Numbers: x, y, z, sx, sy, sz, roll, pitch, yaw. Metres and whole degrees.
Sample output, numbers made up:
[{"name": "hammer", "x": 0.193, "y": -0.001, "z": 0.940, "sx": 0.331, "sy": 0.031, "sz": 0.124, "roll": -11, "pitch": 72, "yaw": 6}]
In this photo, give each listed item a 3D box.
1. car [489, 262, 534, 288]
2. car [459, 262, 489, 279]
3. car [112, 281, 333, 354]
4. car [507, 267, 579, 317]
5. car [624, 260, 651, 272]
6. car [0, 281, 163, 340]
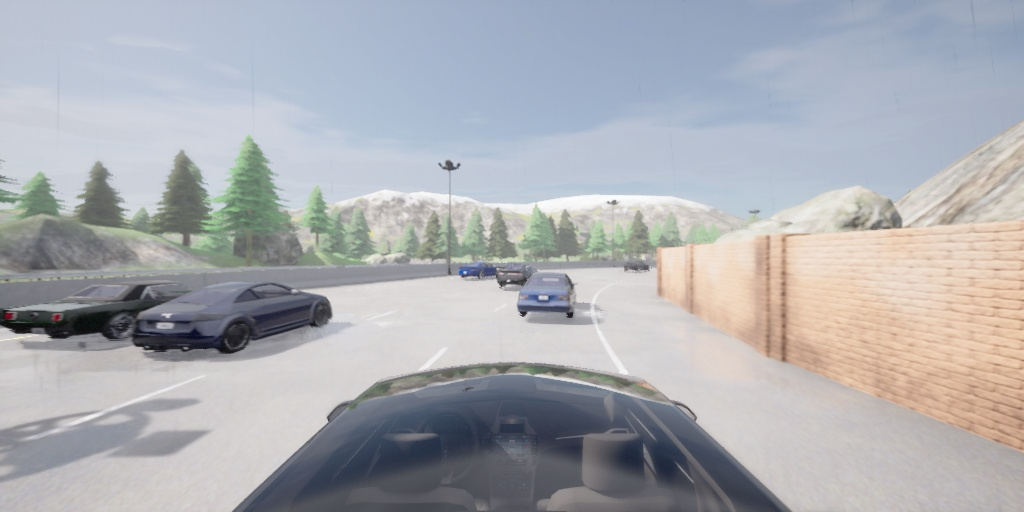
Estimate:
[{"name": "car", "x": 0.644, "y": 1.255, "z": 23.188, "sx": 2.128, "sy": 1.511, "sz": 4.902, "roll": 0, "pitch": 0, "yaw": 20}, {"name": "car", "x": -2.770, "y": 1.239, "z": 32.369, "sx": 1.882, "sy": 1.535, "sz": 5.008, "roll": -1, "pitch": 0, "yaw": 28}, {"name": "car", "x": -6.400, "y": 1.304, "z": 8.842, "sx": 1.994, "sy": 1.385, "sz": 4.181, "roll": 0, "pitch": 0, "yaw": 6}, {"name": "car", "x": 1.428, "y": 1.307, "z": 13.302, "sx": 2.033, "sy": 1.411, "sz": 5.357, "roll": 0, "pitch": 0, "yaw": 11}, {"name": "car", "x": 16.291, "y": 1.311, "z": 46.556, "sx": 4.892, "sy": 1.490, "sz": 1.837, "roll": 1, "pitch": -2, "yaw": -44}, {"name": "car", "x": -9.895, "y": 1.334, "z": 9.915, "sx": 1.895, "sy": 1.301, "sz": 4.718, "roll": 0, "pitch": 0, "yaw": 7}]
